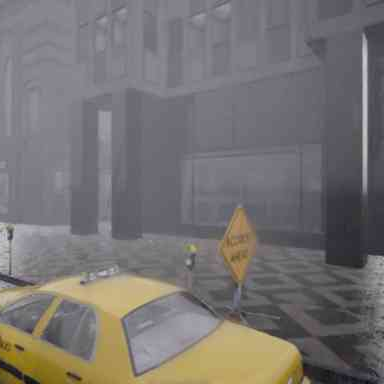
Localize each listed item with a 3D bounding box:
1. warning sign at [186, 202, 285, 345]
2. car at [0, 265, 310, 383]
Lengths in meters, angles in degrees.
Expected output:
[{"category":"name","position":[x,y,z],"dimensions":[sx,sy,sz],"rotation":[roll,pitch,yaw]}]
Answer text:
[{"category":"warning sign","position":[0.724,1.121,5.284],"dimensions":[1.060,1.860,1.300],"rotation":[0,0,36]},{"category":"car","position":[-1.223,1.533,3.835],"dimensions":[4.829,1.417,1.752],"rotation":[0,0,36]}]
